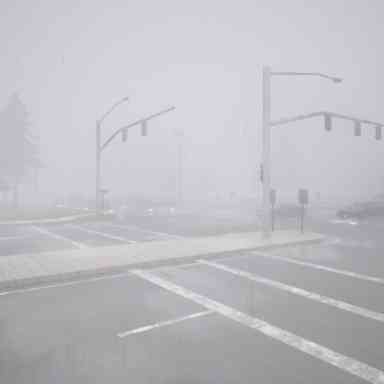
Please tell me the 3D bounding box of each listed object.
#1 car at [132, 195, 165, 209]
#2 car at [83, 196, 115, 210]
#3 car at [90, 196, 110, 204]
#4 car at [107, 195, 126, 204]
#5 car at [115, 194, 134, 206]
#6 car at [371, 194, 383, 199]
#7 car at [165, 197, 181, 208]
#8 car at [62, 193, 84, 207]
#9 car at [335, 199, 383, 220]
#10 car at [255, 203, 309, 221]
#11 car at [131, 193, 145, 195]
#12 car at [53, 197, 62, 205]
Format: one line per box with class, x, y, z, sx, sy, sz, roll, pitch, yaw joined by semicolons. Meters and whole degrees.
car;-6.250;1.505;46.880;1.837;1.490;4.892;0;0;-35
car;-12.049;1.505;42.956;1.837;1.490;4.892;0;0;-35
car;-17.345;1.491;62.794;2.128;1.511;4.902;0;0;-35
car;-14.795;1.477;65.282;1.882;1.535;5.008;0;0;-34
car;-11.491;1.505;54.371;1.837;1.490;4.892;0;0;-35
car;21.764;1.219;37.327;5.566;2.045;2.150;0;0;-36
car;-3.468;1.505;49.008;1.837;1.490;4.892;0;0;-35
car;-17.713;1.221;51.032;2.150;2.045;5.566;0;0;-35
car;14.331;1.547;27.935;5.357;1.411;2.033;0;0;-35
car;7.415;1.600;27.414;4.718;1.301;1.895;0;0;-35
car;-9.006;1.222;56.931;2.150;2.045;5.566;0;0;-35
car;-23.409;1.564;59.250;1.994;1.385;4.181;0;0;-34
